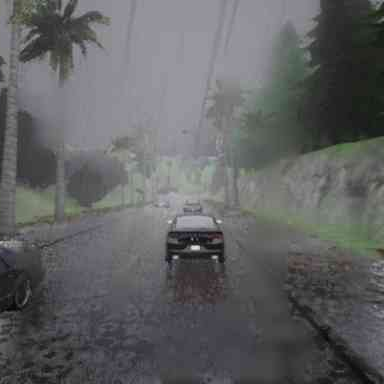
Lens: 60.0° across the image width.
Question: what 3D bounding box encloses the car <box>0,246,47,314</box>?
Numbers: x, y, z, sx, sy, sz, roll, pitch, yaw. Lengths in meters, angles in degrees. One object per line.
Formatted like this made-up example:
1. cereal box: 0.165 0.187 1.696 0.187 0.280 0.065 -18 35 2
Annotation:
1. car: -4.101 1.553 5.010 2.033 1.411 5.357 0 0 0

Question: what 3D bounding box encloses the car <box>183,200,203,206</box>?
1. car: 0.096 1.527 33.750 2.128 1.511 4.902 0 0 0

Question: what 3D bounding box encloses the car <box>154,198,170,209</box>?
1. car: -4.097 1.537 46.221 2.128 1.511 4.902 0 0 0

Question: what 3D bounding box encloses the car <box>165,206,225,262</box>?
1. car: 0.099 1.490 12.258 1.882 1.535 5.008 0 0 0
